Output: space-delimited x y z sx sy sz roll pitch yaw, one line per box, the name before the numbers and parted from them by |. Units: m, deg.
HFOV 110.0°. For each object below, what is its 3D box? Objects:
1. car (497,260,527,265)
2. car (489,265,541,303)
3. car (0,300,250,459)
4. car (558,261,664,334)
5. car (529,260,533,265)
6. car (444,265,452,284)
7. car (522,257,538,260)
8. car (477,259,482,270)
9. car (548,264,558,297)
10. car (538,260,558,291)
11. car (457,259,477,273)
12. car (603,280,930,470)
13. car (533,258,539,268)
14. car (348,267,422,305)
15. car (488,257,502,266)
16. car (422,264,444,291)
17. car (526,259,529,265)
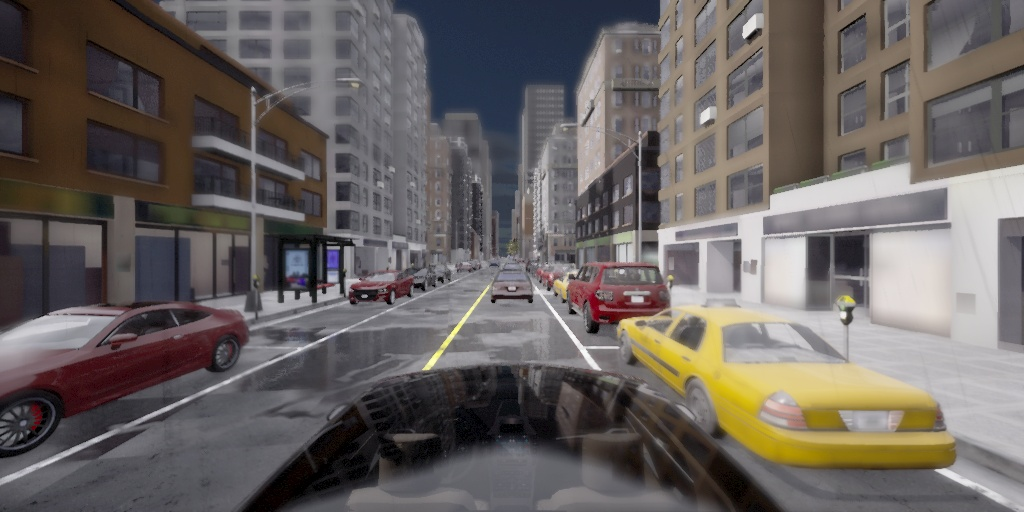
car | 0.000 1.311 31.499 2.033 1.411 5.357 0 0 0
car | 0.000 1.311 16.499 2.033 1.411 5.357 0 0 0
car | -5.668 1.329 4.976 1.802 1.307 4.207 0 0 0
car | 2.858 1.062 10.518 2.192 1.841 5.009 0 0 0
car | 2.858 1.297 32.613 2.007 1.370 4.403 0 0 0
car | -5.668 1.312 27.076 1.948 1.339 4.313 0 0 0
car | 2.858 1.061 49.184 2.192 1.841 5.009 0 0 0
car | -5.668 1.312 49.177 1.948 1.339 4.313 0 0 0
car | 2.857 1.272 16.212 1.751 1.417 4.829 0 0 0
car | 2.857 1.187 21.565 1.967 1.591 4.097 0 0 0
car | -5.668 1.329 43.652 1.802 1.307 4.207 0 0 0
car | 2.858 1.272 5.165 1.751 1.417 4.829 0 0 0
car | 2.857 1.187 27.089 1.967 1.591 4.097 0 0 0
car | -5.668 1.292 16.026 1.888 1.381 4.507 0 0 0
car | -3.000 1.350 62.499 2.033 1.411 5.357 0 0 0
car | -5.668 1.312 21.551 1.948 1.339 4.313 0 0 0
car | 2.858 1.297 38.136 2.007 1.370 4.403 0 0 0
